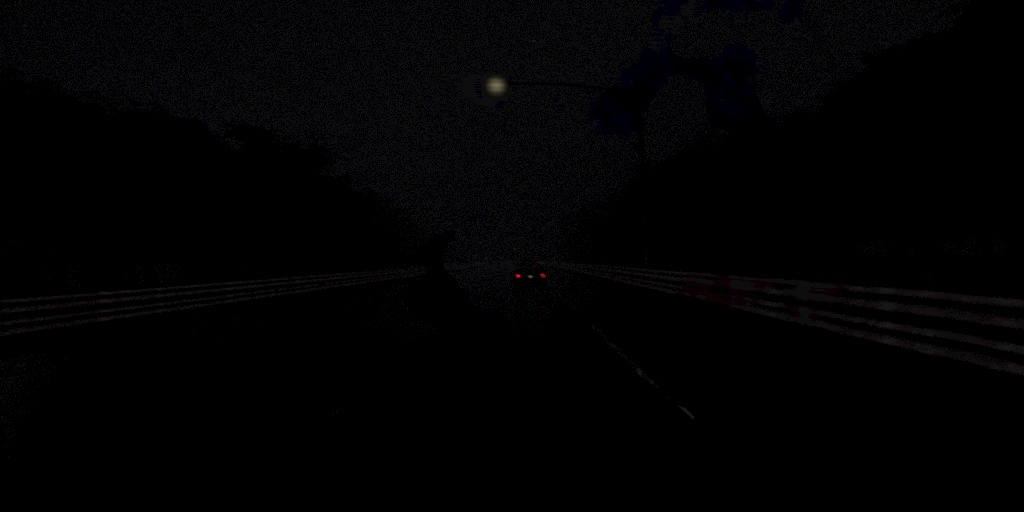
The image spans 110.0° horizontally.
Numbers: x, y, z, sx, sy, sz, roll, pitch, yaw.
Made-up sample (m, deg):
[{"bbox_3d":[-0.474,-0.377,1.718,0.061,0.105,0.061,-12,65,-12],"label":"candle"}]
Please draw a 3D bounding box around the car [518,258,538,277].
[{"bbox_3d":[1.916,1.338,42.345,2.150,2.045,5.566,-2,-1,2],"label":"car"}]

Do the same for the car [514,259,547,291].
[{"bbox_3d":[1.215,1.296,24.125,2.097,1.767,4.553,-2,-1,2],"label":"car"}]
